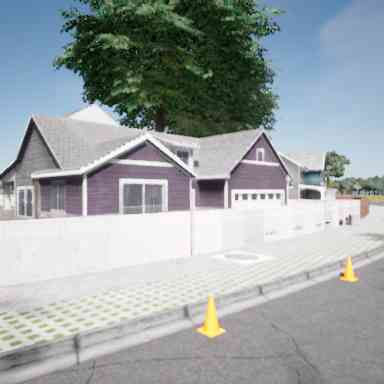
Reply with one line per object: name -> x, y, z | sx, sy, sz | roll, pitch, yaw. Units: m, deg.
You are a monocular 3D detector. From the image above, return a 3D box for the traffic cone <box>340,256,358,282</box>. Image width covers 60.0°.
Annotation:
traffic cone -> 4.017, 1.938, 8.503 | 0.340, 0.580, 0.340 | 0, 0, -42

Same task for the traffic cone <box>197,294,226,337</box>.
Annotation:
traffic cone -> 0.312, 1.949, 5.352 | 0.340, 0.580, 0.340 | 0, 0, -39
